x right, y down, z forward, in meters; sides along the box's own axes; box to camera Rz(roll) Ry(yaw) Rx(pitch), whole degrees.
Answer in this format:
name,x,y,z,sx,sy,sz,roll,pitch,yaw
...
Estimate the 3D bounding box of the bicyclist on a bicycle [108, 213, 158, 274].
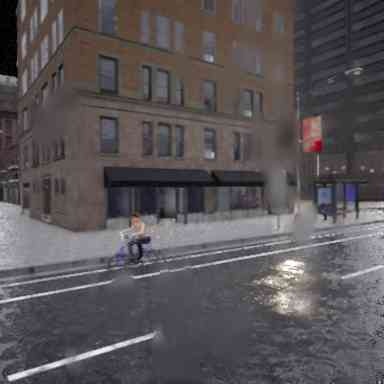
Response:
name,x,y,z,sx,sy,sz,roll,pitch,yaw
bicyclist on a bicycle,-1.597,1.376,9.119,1.509,1.612,0.866,-1,1,-35
